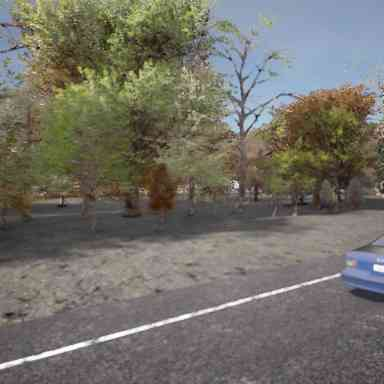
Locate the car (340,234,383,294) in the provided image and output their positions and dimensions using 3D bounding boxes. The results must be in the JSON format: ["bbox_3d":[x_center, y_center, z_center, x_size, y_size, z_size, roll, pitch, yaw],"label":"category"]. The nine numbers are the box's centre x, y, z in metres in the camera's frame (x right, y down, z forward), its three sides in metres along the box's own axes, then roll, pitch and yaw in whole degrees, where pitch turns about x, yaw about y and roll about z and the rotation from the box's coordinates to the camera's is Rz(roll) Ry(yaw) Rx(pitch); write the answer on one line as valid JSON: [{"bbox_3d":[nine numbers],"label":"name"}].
[{"bbox_3d":[5.639,1.487,7.768,5.357,1.411,2.033,0,0,-35],"label":"car"}]
